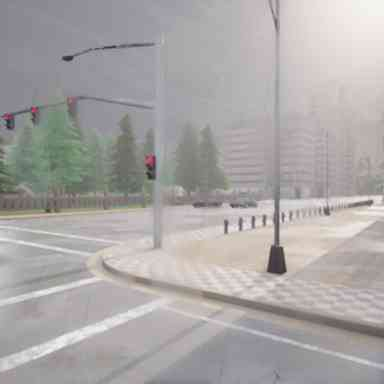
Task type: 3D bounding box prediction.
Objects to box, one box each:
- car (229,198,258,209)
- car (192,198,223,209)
[{"bbox_3d":[6.907,1.450,43.964,2.033,1.411,5.357,0,0,36],"label":"car"},{"bbox_3d":[2.009,1.486,43.150,1.895,1.301,4.718,0,0,36],"label":"car"}]
